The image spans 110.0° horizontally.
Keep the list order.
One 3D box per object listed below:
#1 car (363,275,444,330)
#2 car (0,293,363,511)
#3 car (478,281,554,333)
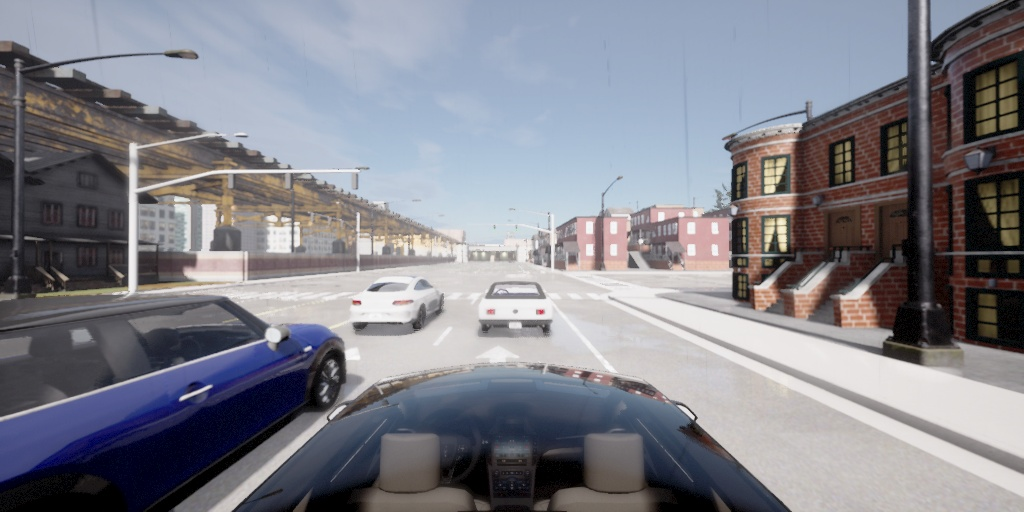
[{"bbox_3d":[-3.396,1.331,11.223,1.812,1.442,4.674,0,0,0],"label":"car"},{"bbox_3d":[-3.399,1.111,3.281,2.097,1.767,4.553,0,0,0],"label":"car"},{"bbox_3d":[0.113,1.405,10.964,1.895,1.301,4.718,0,0,1],"label":"car"}]
